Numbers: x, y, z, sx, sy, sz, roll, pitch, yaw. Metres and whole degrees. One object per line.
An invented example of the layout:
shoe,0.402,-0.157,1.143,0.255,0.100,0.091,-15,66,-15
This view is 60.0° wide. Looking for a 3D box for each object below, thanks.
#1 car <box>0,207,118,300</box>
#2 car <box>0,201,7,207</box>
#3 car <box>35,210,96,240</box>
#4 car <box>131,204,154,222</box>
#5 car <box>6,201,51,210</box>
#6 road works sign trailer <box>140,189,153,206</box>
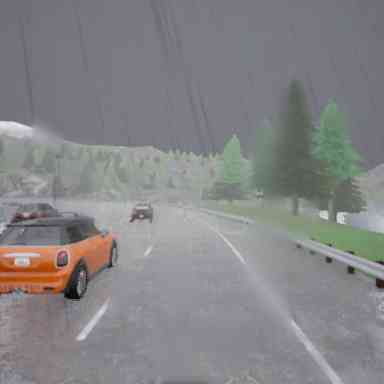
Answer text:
car,-3.401,1.435,8.777,2.097,1.767,4.553,0,-1,0
car,-24.860,1.971,45.067,2.033,1.411,5.357,0,-1,-12
car,-7.103,1.782,19.195,1.895,1.301,4.718,0,-1,-2
car,-4.337,1.801,29.295,1.812,1.442,4.674,0,0,-6
car,-10.890,1.575,23.694,2.097,1.767,4.553,0,-1,-4
road works sign trailer,-9.329,1.095,67.133,2.380,3.560,2.880,0,-1,-21
